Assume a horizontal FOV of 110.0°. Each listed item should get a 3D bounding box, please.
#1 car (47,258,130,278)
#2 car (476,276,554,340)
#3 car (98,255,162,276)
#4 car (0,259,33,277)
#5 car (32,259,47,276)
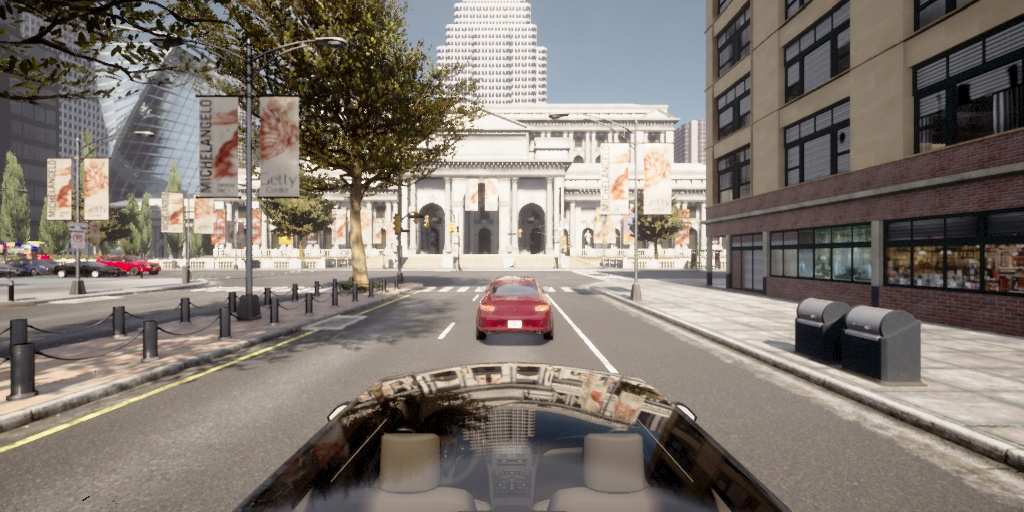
[{"bbox_3d":[-39.323,1.221,33.360,5.008,1.535,1.882,0,0,0],"label":"car"},{"bbox_3d":[0.078,1.274,9.882,1.812,1.442,4.674,0,0,0],"label":"car"},{"bbox_3d":[-39.513,0.964,36.862,5.566,2.045,2.150,0,0,0],"label":"car"},{"bbox_3d":[-48.326,1.269,33.329,4.674,1.442,1.812,0,0,-1],"label":"car"},{"bbox_3d":[-49.132,1.095,36.802,4.553,1.767,2.097,0,0,-1],"label":"car"}]
